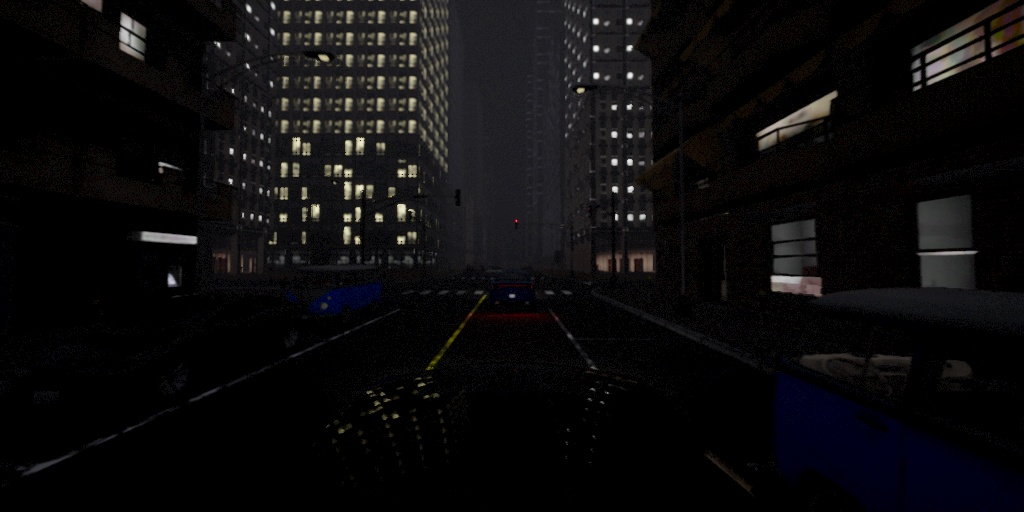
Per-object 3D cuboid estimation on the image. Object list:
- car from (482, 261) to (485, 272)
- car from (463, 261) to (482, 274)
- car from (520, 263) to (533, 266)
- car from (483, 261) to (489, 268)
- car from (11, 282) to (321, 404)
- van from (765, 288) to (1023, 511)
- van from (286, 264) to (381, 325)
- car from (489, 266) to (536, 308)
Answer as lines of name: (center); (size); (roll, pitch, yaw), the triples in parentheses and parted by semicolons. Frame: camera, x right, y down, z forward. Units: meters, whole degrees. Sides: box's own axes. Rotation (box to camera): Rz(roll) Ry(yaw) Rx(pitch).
car: (-5.671, 1.906, 55.708); (1.802, 1.307, 4.207); (0, 0, 0)
car: (-5.672, 1.704, 50.133); (1.967, 1.591, 4.097); (0, 0, 0)
car: (2.712, 1.965, 61.342); (1.802, 1.307, 4.207); (0, 0, 0)
car: (-5.669, 1.698, 61.283); (2.192, 1.841, 5.009); (0, 0, 0)
car: (-5.655, 1.367, 6.529); (1.948, 1.339, 4.313); (0, 0, 0)
van: (2.691, 1.084, 1.039); (1.690, 1.789, 3.998); (0, 0, 0)
van: (-5.823, 1.201, 12.070); (1.690, 1.789, 3.998); (0, 0, 0)
car: (0.025, 1.380, 16.071); (1.882, 1.535, 5.008); (0, 0, 0)
